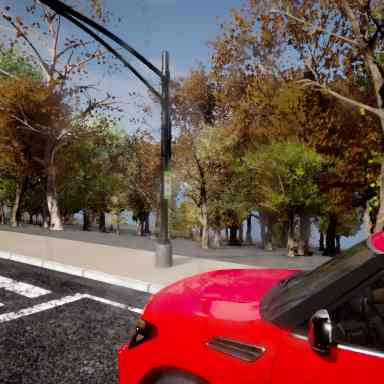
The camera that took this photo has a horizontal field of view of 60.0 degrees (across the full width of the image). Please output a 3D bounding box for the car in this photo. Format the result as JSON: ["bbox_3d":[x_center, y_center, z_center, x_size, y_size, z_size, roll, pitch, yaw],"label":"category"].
[{"bbox_3d":[2.005,1.222,2.283,5.566,2.045,2.150,0,0,34],"label":"car"}]
